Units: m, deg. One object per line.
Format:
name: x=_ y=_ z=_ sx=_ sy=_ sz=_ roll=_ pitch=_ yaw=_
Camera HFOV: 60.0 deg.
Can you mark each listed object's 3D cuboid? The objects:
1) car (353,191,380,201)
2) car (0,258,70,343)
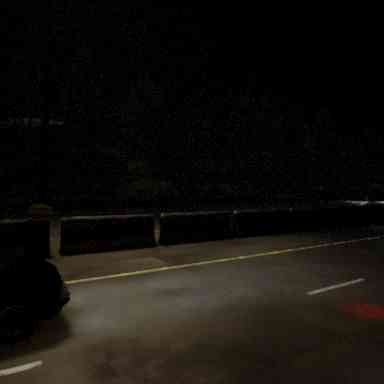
car: x=25.928 y=0.581 z=49.343 sx=4.892 sy=1.490 sz=1.837 roll=-1 pitch=2 yaw=-32
car: x=-4.278 y=1.499 z=4.632 sx=4.718 sy=1.301 sz=1.895 roll=0 pitch=1 yaw=-33
